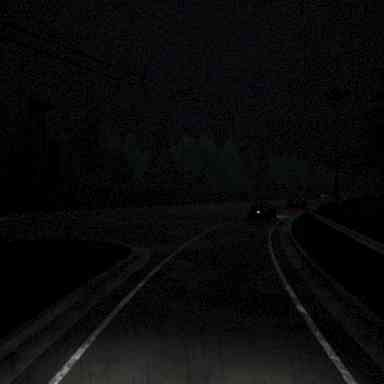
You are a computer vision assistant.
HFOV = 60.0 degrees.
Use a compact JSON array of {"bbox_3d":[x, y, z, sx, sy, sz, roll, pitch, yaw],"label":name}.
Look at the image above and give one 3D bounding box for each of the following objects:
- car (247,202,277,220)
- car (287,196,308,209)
[{"bbox_3d":[6.045,1.574,28.360,1.994,1.385,4.181,0,0,22],"label":"car"},{"bbox_3d":[14.522,1.386,45.742,2.097,1.767,4.553,0,0,28],"label":"car"}]
